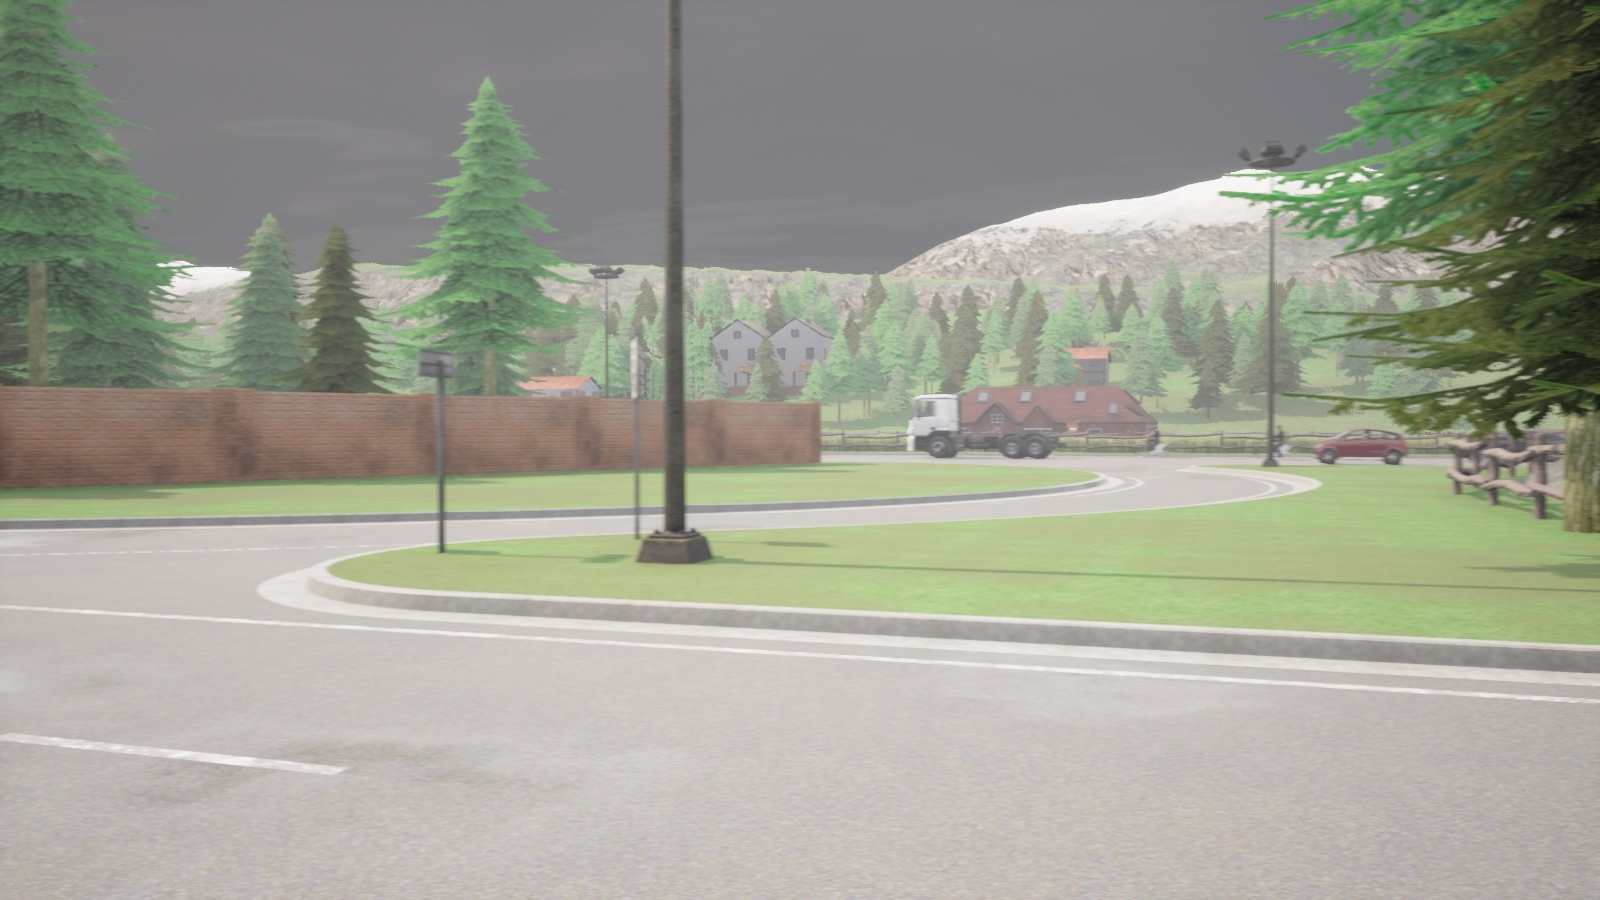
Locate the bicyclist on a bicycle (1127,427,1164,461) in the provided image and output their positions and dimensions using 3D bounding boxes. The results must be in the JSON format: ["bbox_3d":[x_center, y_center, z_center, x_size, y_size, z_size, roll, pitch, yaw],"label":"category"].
[{"bbox_3d":[18.364,-0.316,66.783,1.843,1.776,0.659,1,1,19],"label":"bicyclist on a bicycle"}]

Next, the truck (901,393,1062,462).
[{"bbox_3d":[9.552,-1.214,66.066,7.936,3.462,2.891,1,1,19],"label":"truck"}]

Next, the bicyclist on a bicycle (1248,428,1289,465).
[{"bbox_3d":[22.929,-0.198,61.538,1.843,1.776,0.659,1,1,19],"label":"bicyclist on a bicycle"}]

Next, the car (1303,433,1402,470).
[{"bbox_3d":[23.659,0.045,53.900,3.705,1.549,1.789,1,1,19],"label":"car"}]

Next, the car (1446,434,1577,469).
[{"bbox_3d":[32.852,0.032,58.171,5.008,1.535,1.882,1,1,19],"label":"car"}]
